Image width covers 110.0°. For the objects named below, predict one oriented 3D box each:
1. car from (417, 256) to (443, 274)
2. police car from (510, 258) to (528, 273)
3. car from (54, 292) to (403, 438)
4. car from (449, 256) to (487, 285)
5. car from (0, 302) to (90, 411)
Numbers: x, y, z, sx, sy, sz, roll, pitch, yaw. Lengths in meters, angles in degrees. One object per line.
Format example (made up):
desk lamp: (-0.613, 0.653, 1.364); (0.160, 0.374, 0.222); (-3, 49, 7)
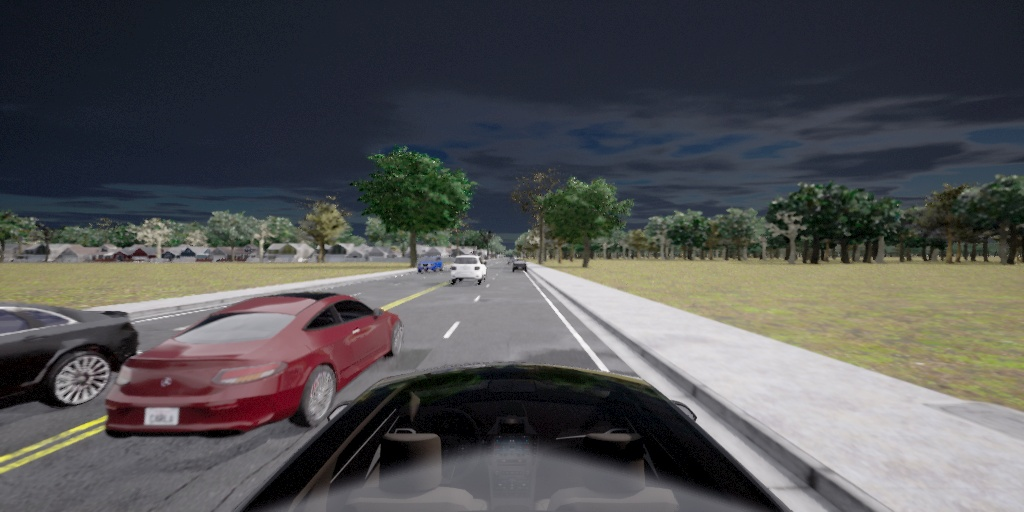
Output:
car: (-9.845, 1.015, 43.499); (2.150, 2.045, 5.566); (0, 0, 0)
police car: (0.967, 1.221, 45.512); (1.930, 1.638, 5.238); (0, 0, 0)
car: (-3.149, 1.276, 5.525); (1.812, 1.442, 4.674); (0, 0, 0)
car: (-3.153, 0.993, 26.819); (2.150, 2.045, 5.566); (0, 0, 0)
car: (-6.600, 1.242, 3.377); (2.128, 1.511, 4.902); (0, 0, 0)
